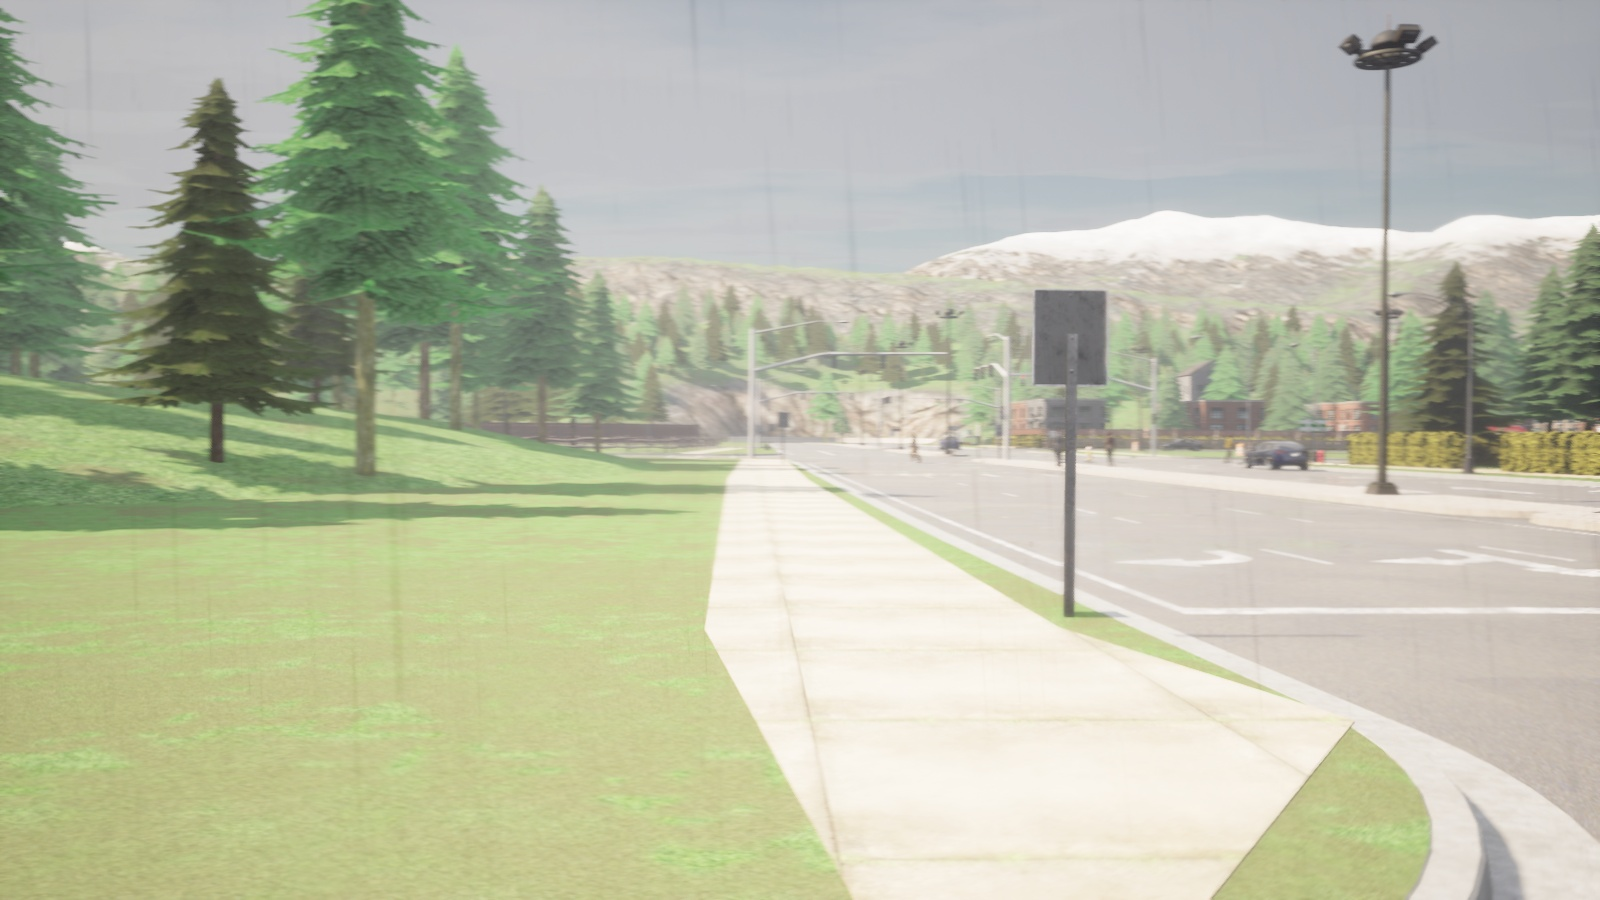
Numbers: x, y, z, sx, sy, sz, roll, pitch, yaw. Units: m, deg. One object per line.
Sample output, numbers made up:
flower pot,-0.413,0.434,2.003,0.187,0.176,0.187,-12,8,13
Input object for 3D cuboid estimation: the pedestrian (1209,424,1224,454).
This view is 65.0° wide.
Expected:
pedestrian,25.365,-0.670,76.484,0.726,1.835,0.370,-1,1,-4

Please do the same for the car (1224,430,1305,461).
car,23.933,-0.248,64.939,2.163,1.488,4.792,-1,1,-3

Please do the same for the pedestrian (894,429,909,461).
pedestrian,5.932,-0.299,73.545,0.694,1.848,0.540,-1,1,-12

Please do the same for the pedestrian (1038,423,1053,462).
pedestrian,11.595,-0.357,59.239,0.540,1.848,0.694,-1,1,-3

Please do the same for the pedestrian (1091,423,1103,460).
pedestrian,14.764,-0.409,62.372,0.328,1.805,0.869,-1,1,-3
